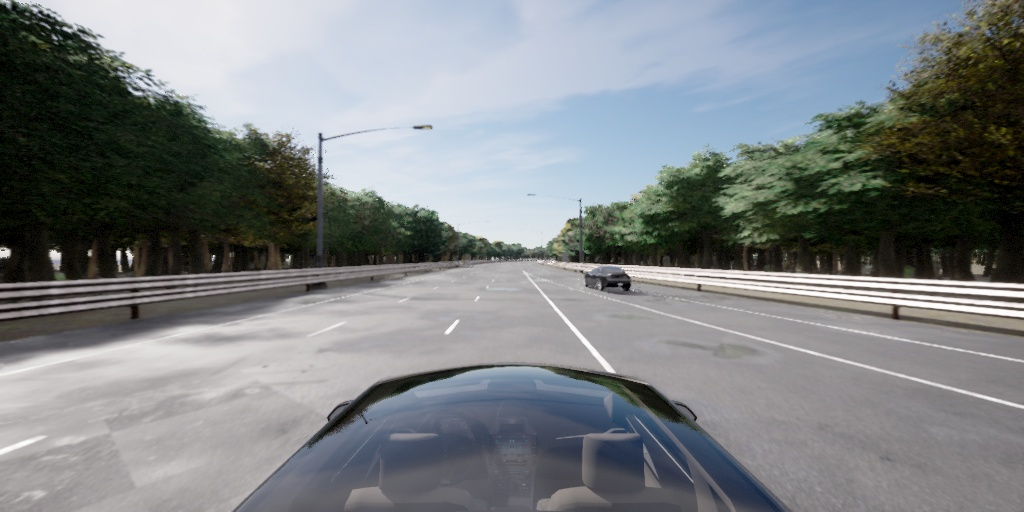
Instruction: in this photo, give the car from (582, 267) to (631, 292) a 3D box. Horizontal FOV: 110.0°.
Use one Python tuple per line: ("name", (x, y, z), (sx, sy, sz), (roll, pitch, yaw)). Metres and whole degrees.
("car", (6.033, 1.436, 23.287), (1.837, 1.490, 4.892), (0, 0, -7))
